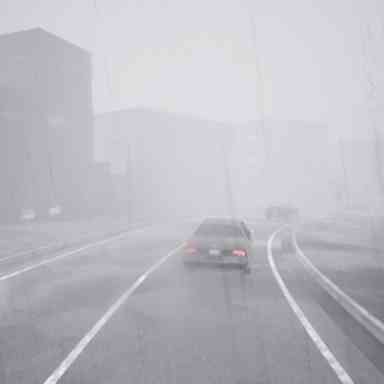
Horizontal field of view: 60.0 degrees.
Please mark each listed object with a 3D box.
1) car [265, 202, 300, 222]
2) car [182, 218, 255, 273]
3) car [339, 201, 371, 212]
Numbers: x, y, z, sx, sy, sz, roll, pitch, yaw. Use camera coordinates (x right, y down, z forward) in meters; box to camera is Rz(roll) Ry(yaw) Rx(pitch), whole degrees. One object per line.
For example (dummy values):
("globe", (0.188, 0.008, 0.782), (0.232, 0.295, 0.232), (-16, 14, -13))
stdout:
("car", (7.910, 1.626, 28.764), (1.882, 1.535, 5.008), (3, 1, 31))
("car", (1.003, 1.555, 10.786), (2.033, 1.411, 5.357), (1, 0, 10))
("car", (24.026, 2.113, 48.875), (5.357, 1.411, 2.033), (2, 3, -29))
